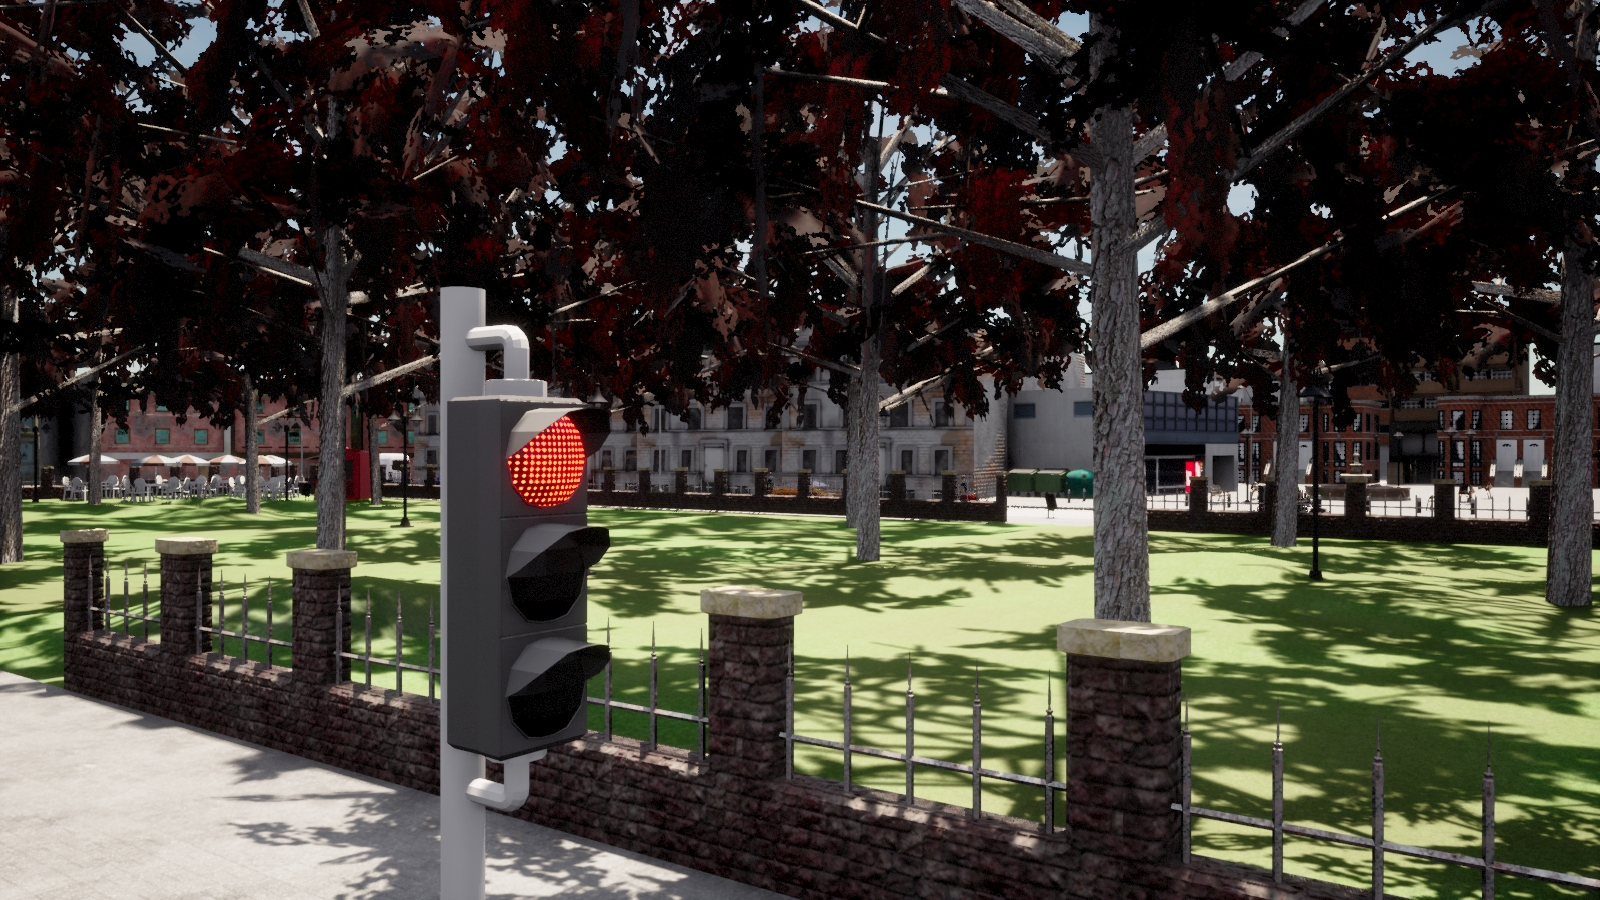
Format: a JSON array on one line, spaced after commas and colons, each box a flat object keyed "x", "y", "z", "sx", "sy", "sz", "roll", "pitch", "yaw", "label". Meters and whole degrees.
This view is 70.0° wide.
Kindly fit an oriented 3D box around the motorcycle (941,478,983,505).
[{"x": 7.753, "y": 1.962, "z": 54.715, "sx": 1.805, "sy": 1.236, "sz": 0.856, "roll": 0, "pitch": 0, "yaw": 36, "label": "motorcycle"}]

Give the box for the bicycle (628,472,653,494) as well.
[{"x": -9.412, "y": 1.936, "z": 67.207, "sx": 1.643, "sy": 1.296, "sz": 0.373, "roll": -1, "pitch": 0, "yaw": 36, "label": "bicycle"}]

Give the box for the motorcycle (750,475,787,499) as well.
[{"x": -1.707, "y": 1.962, "z": 61.591, "sx": 1.805, "sy": 1.236, "sz": 0.856, "roll": 0, "pitch": 0, "yaw": 36, "label": "motorcycle"}]

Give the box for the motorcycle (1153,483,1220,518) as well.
[{"x": 15.034, "y": 1.950, "z": 44.497, "sx": 2.356, "sy": 1.277, "sz": 0.764, "roll": 0, "pitch": 0, "yaw": 36, "label": "motorcycle"}]
